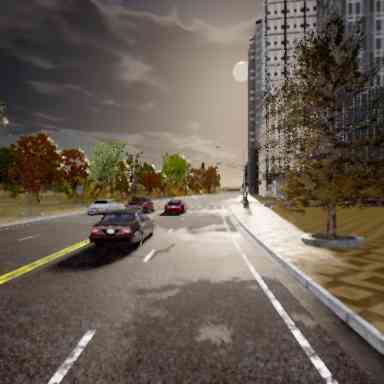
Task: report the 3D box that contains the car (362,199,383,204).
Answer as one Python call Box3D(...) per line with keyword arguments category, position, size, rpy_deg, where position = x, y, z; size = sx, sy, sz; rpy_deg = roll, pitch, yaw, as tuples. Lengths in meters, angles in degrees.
Box3D(category="car", position=(24.237, 1.005, 46.058), size=(4.097, 1.590, 1.967), rpy_deg=(-1, 1, 9))

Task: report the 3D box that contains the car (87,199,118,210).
Box3D(category="car", position=(-8.499, 1.396, 32.020), size=(1.812, 1.442, 4.674), rpy_deg=(0, 0, 5))

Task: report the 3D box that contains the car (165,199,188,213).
Box3D(category="car", position=(-1.594, 1.414, 34.350), size=(1.994, 1.385, 4.181), rpy_deg=(0, 0, 5))

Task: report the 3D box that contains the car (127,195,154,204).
Box3D(category="car", position=(-5.147, 1.213, 32.974), size=(2.097, 1.767, 4.553), rpy_deg=(0, 0, 5))

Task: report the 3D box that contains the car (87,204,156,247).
Box3D(category="car", position=(-2.882, 1.487, 14.797), size=(2.033, 1.411, 5.357), rpy_deg=(0, 0, 3))
